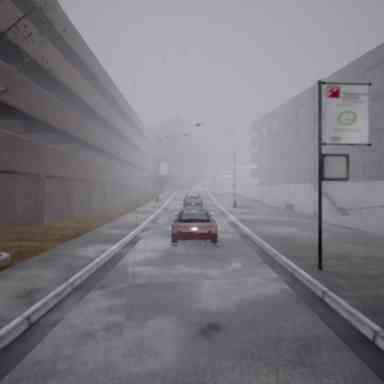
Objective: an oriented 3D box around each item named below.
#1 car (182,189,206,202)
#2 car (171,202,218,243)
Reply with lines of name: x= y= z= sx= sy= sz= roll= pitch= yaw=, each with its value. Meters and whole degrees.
car: x=0.103 y=0.774 z=32.842 sx=2.128 sy=1.511 sz=4.902 roll=0 pitch=3 yaw=0
car: x=0.101 y=1.407 z=15.319 sx=1.994 sy=1.385 sz=4.181 roll=0 pitch=1 yaw=0
